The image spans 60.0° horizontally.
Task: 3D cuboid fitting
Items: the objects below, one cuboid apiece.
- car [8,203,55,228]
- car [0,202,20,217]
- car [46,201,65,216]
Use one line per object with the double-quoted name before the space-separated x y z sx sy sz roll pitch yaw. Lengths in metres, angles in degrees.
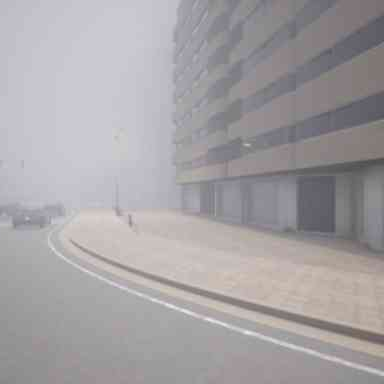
"car" -11.316 1.711 23.700 1.994 1.385 4.181 1 0 -16
"car" -17.273 1.690 31.910 1.837 1.490 4.892 1 0 -15
"car" -14.533 1.707 35.040 1.882 1.535 5.008 1 -1 -16
